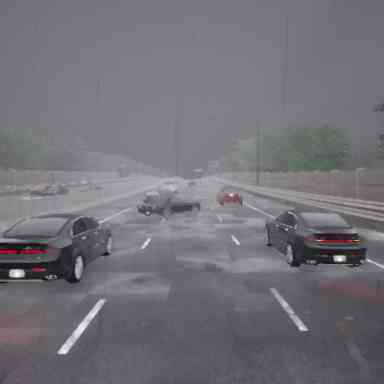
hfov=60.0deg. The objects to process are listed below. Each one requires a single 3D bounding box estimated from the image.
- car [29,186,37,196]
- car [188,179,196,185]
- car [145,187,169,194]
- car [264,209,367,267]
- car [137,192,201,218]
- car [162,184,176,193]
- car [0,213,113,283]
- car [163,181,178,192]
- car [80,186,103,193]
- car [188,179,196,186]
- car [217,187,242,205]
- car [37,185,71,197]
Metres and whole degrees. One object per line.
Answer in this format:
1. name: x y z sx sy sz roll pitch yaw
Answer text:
1. car: -21.056 -0.263 46.926 1.882 1.535 5.008 0 3 0
2. car: 0.008 -2.740 91.888 2.128 1.511 4.902 0 3 0
3. car: -3.497 0.525 31.042 1.812 1.442 4.674 0 3 0
4. car: 3.602 1.295 10.511 1.837 1.490 4.892 0 2 0
5. car: -1.403 0.957 22.700 1.895 1.301 4.718 2 3 38
6. car: -3.497 0.060 42.035 1.994 1.385 4.181 0 3 0
7. car: -3.499 1.320 9.062 1.837 1.490 4.892 0 1 0
8. car: -3.496 -0.831 53.040 2.150 2.045 5.566 0 3 0
9. car: -14.056 -0.194 46.940 2.033 1.411 5.357 0 3 1
10. car: 0.006 -2.179 81.872 1.837 1.490 4.892 0 3 0
11. car: 3.603 0.288 32.497 2.097 1.767 4.553 0 2 0
12. car: -17.558 -0.014 43.253 2.033 1.411 5.357 0 3 1
